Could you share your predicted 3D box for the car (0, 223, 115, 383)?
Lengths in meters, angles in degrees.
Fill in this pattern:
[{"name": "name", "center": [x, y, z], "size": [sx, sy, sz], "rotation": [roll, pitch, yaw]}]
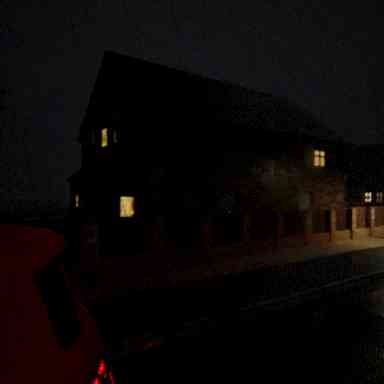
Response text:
[{"name": "car", "center": [-2.988, 1.215, 0.940], "size": [5.566, 2.045, 2.150], "rotation": [0, 0, -35]}]
